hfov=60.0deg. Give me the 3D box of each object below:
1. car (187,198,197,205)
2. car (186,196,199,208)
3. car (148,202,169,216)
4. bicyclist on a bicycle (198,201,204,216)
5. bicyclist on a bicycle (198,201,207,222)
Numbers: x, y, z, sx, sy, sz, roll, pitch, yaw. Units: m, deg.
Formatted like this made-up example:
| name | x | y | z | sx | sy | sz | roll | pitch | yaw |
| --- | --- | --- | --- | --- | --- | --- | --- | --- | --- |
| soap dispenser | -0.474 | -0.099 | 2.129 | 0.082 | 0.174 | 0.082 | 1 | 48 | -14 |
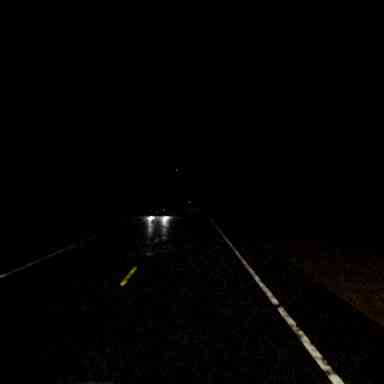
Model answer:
| name | x | y | z | sx | sy | sz | roll | pitch | yaw |
| --- | --- | --- | --- | --- | --- | --- | --- | --- | --- |
| car | -0.025 | 2.137 | 73.692 | 2.033 | 1.411 | 5.357 | 0 | 0 | 0 |
| car | 0.081 | 1.972 | 57.199 | 2.128 | 1.511 | 4.902 | 0 | -1 | 0 |
| car | -3.606 | 1.849 | 36.650 | 1.812 | 1.442 | 4.674 | 0 | 0 | 0 |
| bicyclist on a bicycle | 0.953 | 1.772 | 36.161 | 0.582 | 1.620 | 1.656 | 0 | -1 | 0 |
| bicyclist on a bicycle | 0.956 | 1.617 | 27.575 | 0.659 | 1.776 | 1.843 | 0 | 0 | 0 |
